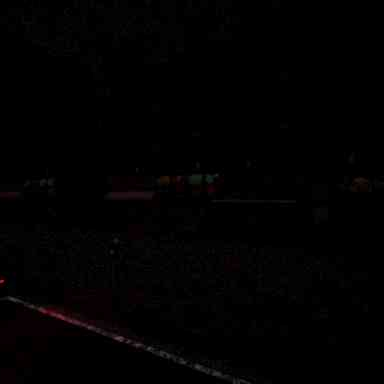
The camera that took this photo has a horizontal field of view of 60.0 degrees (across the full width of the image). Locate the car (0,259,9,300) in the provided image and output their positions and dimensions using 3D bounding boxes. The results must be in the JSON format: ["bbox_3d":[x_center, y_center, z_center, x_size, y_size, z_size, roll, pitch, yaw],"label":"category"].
[{"bbox_3d":[-5.588,1.528,6.878,4.674,1.442,1.812,0,0,35],"label":"car"}]
